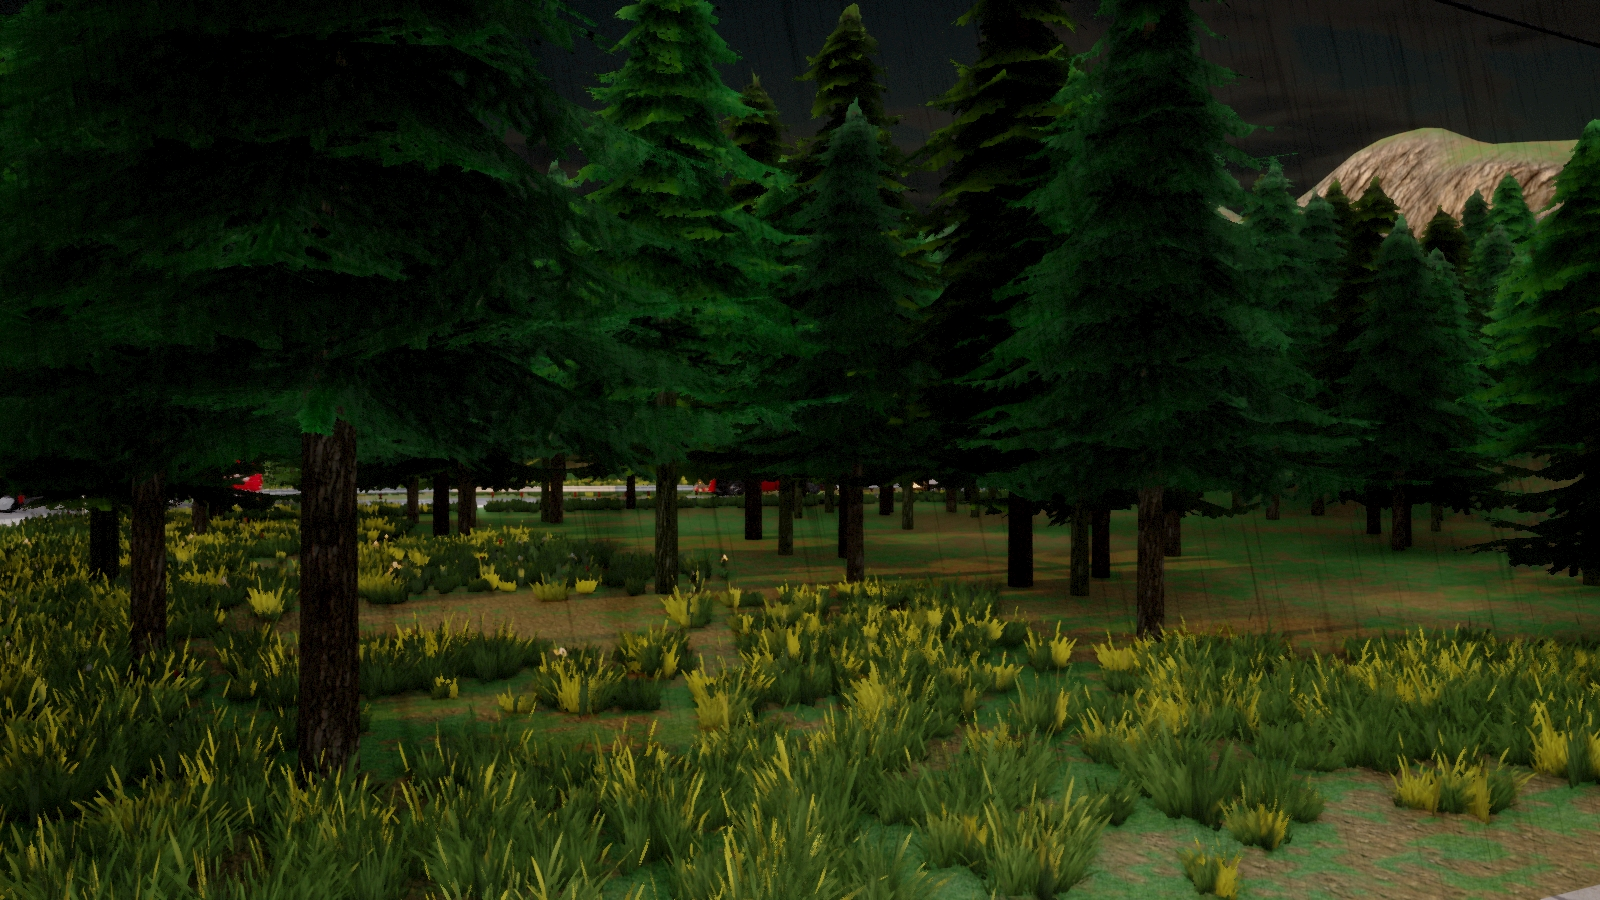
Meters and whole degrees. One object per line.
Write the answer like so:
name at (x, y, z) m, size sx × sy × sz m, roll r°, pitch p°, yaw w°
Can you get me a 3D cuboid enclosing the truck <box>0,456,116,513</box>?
truck at (-34.324, 1.548, 52.095) m, size 5.204 × 2.467 × 2.627 m, roll 0°, pitch 0°, yaw -28°
